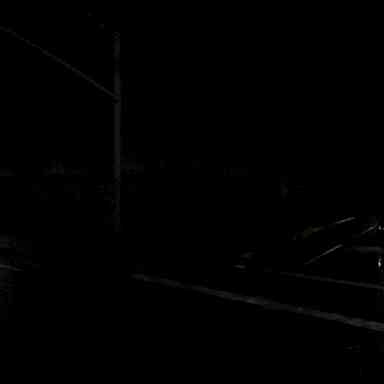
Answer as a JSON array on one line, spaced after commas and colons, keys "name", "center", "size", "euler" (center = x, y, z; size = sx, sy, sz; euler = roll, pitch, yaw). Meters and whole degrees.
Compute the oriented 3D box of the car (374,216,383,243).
[{"name": "car", "center": [9.680, 1.466, 15.217], "size": [1.837, 1.490, 4.892], "euler": [0, 0, 35]}]
